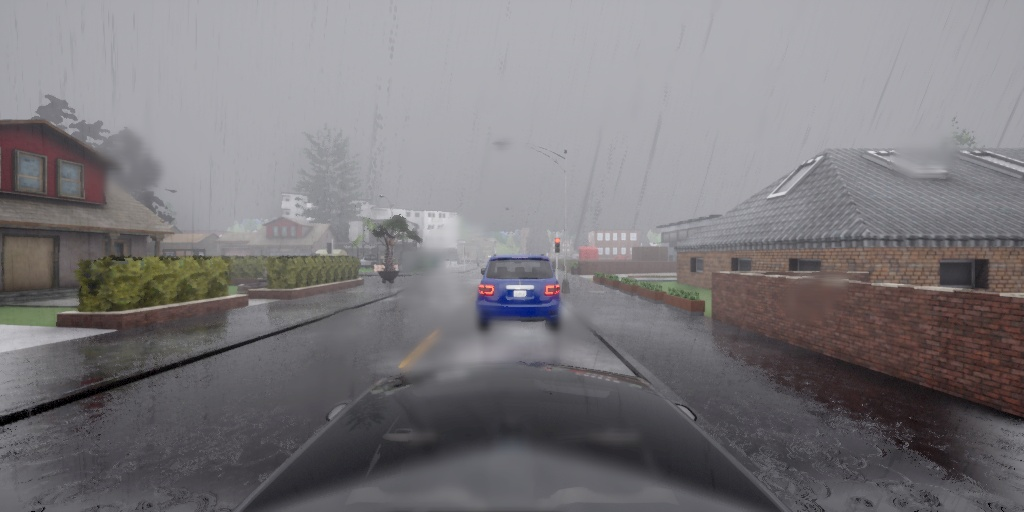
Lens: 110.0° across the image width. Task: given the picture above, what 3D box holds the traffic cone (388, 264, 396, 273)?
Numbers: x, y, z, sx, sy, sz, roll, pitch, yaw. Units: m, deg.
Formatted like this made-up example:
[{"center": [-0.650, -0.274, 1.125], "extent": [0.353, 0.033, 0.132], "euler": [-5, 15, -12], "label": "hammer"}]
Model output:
[{"center": [-15.393, 1.561, 45.937], "extent": [0.344, 0.586, 0.344], "euler": [0, 0, 0], "label": "traffic cone"}]

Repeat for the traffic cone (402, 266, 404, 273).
[{"center": [-14.020, 1.582, 47.536], "extent": [0.344, 0.586, 0.344], "euler": [0, 0, 0], "label": "traffic cone"}]

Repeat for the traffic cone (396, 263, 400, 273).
[{"center": [-15.027, 1.558, 46.504], "extent": [0.344, 0.586, 0.344], "euler": [0, 0, 0], "label": "traffic cone"}]

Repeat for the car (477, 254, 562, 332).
[{"center": [0.191, 0.971, 11.049], "extent": [2.150, 2.045, 5.566], "euler": [0, 0, 0], "label": "car"}]
